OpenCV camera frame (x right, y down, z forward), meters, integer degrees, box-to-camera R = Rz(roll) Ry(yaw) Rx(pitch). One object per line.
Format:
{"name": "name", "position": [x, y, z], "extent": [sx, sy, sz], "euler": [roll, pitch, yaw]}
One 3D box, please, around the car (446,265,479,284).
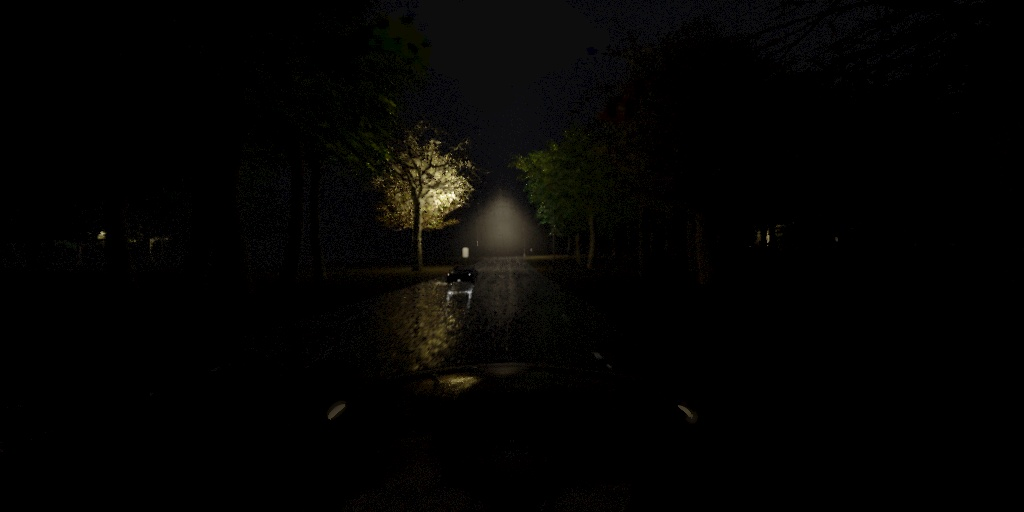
{"name": "car", "position": [-3.609, 1.346, 26.612], "extent": [1.895, 1.301, 4.718], "euler": [0, 0, 0]}
